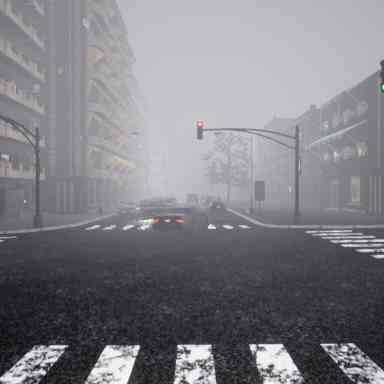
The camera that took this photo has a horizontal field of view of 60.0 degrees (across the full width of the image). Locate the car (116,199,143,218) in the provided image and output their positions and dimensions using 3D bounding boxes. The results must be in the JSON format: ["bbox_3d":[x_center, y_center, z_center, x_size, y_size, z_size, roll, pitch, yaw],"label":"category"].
[{"bbox_3d":[-5.684,1.542,30.151,2.008,1.369,4.403,0,0,0],"label":"car"}]

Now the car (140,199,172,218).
[{"bbox_3d":[-3.100,1.556,29.311,1.994,1.385,4.181,0,0,-1],"label":"car"}]

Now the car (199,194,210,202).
[{"bbox_3d":[2.708,1.280,74.410,2.192,1.841,5.009,0,0,0],"label":"car"}]

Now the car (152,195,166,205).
[{"bbox_3d":[-5.677,1.417,57.819,1.967,1.590,4.097,0,0,0],"label":"car"}]

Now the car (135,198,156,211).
[{"bbox_3d":[-5.680,1.531,41.218,1.887,1.381,4.507,0,0,0],"label":"car"}]

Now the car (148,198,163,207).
[{"bbox_3d":[-5.677,1.562,52.286,1.802,1.307,4.206,0,0,0],"label":"car"}]

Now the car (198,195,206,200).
[{"bbox_3d":[2.715,1.496,91.010,1.887,1.381,4.507,0,0,0],"label":"car"}]

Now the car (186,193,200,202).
[{"bbox_3d":[0.117,1.198,59.018,2.150,2.045,5.566,0,0,0],"label":"car"}]

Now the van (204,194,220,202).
[{"bbox_3d":[2.698,1.327,41.208,1.690,1.788,3.998,0,0,0],"label":"van"}]

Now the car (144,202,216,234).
[{"bbox_3d":[-0.448,1.501,18.787,2.033,1.411,5.357,-1,-1,18],"label":"car"}]

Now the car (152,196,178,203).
[{"bbox_3d":[-3.087,1.535,38.659,2.033,1.411,5.357,0,0,0],"label":"car"}]

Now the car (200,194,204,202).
[{"bbox_3d":[2.702,1.420,52.276,1.967,1.590,4.097,0,0,0],"label":"car"}]

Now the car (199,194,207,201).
[{"bbox_3d":[2.712,1.396,85.476,1.967,1.590,4.097,0,0,0],"label":"car"}]

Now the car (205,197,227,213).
[{"bbox_3d":[2.698,1.555,35.675,1.947,1.339,4.313,0,0,0],"label":"car"}]

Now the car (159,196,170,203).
[{"bbox_3d":[-5.672,1.551,68.886,1.802,1.307,4.206,0,0,0],"label":"car"}]
